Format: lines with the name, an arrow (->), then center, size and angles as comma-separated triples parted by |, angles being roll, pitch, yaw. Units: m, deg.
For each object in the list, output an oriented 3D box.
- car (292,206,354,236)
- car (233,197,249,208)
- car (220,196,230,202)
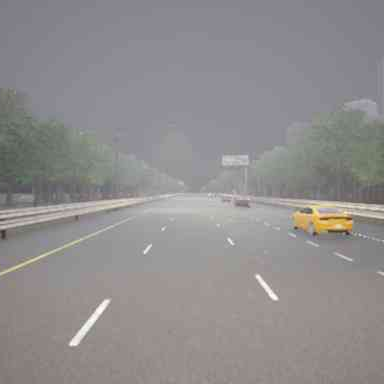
car -> 7.015, 1.482, 18.394 | 1.882, 1.535, 5.008 | 0, 0, 0
car -> 7.113, 1.486, 48.584 | 1.882, 1.535, 5.008 | 0, 0, 0
car -> 7.267, 1.534, 72.942 | 2.033, 1.411, 5.357 | 0, 0, 0
